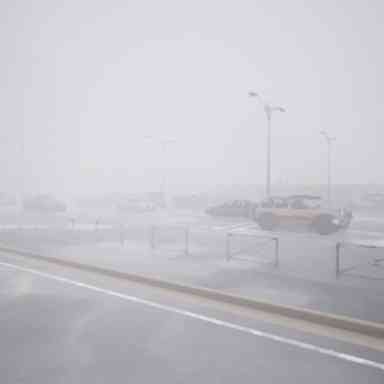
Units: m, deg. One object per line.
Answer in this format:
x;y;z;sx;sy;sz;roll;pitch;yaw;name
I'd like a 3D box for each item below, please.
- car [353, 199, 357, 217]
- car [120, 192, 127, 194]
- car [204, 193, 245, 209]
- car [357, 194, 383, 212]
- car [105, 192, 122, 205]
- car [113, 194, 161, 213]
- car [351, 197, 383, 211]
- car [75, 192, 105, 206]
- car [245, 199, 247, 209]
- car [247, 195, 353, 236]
7.235;1.124;19.532;3.866;1.878;1.905;1;0;36;car
-10.982;0.895;50.020;4.605;1.855;1.932;1;0;36;car
4.478;1.003;45.703;4.605;1.855;1.932;1;0;36;car
18.693;1.130;35.463;3.866;1.878;1.905;1;0;36;car
-12.513;1.105;47.816;3.905;1.438;1.784;1;0;36;car
-5.343;1.240;31.952;3.806;1.475;1.970;1;0;36;car
20.396;1.370;37.804;3.806;1.475;1.970;1;0;36;car
-14.209;1.135;45.470;3.806;1.475;1.970;1;0;36;car
6.224;1.215;48.014;3.905;1.438;1.784;1;0;36;car
5.496;1.120;17.217;4.605;1.855;1.932;1;0;36;car
